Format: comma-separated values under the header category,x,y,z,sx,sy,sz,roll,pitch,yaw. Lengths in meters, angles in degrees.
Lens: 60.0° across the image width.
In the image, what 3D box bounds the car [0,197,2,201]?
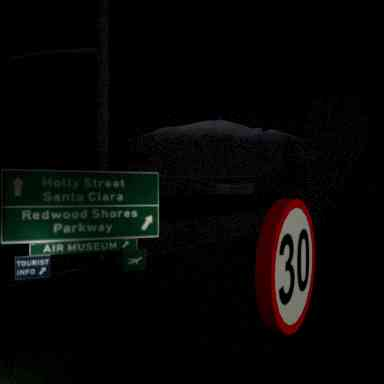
category,x,y,z,sx,sy,sz,roll,pitch,yaw
car,-12.447,1.505,26.033,1.905,1.878,3.866,0,0,35

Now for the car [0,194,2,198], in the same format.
category,x,y,z,sx,sy,sz,roll,pitch,yaw
car,-38.761,1.489,69.909,4.514,1.523,2.007,0,0,35
